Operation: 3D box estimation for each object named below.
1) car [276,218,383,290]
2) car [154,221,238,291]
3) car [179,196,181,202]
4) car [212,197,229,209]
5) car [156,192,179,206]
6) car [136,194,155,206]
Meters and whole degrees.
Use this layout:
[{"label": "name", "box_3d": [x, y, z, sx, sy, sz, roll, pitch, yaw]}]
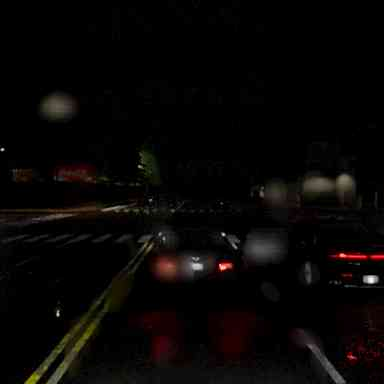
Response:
[{"label": "car", "box_3d": [3.600, 1.463, 8.981, 1.837, 1.490, 4.892, 0, 0, 2]}, {"label": "car", "box_3d": [0.019, 1.505, 9.052, 2.033, 1.411, 5.357, 0, 0, -1]}, {"label": "car", "box_3d": [-3.312, 1.295, 66.806, 1.895, 1.301, 4.718, 0, 0, 0]}, {"label": "car", "box_3d": [3.631, 1.368, 42.595, 1.994, 1.385, 4.181, 0, 0, 0]}, {"label": "car", "box_3d": [-3.520, 0.998, 48.706, 2.150, 2.045, 5.566, 0, 0, 1]}, {"label": "car", "box_3d": [-7.008, 1.280, 49.208, 1.837, 1.490, 4.892, 0, 0, 1]}]
